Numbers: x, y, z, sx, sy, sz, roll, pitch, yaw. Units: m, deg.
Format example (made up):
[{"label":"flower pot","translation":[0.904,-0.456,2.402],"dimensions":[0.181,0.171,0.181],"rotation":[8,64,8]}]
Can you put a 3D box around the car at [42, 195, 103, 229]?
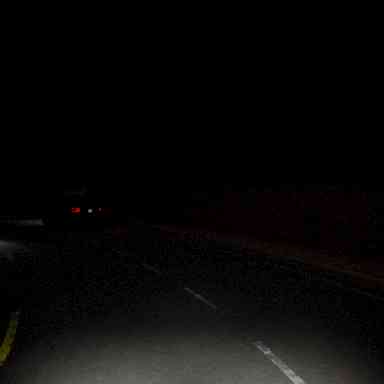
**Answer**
[{"label":"car","translation":[-7.936,1.217,21.868],"dimensions":[2.150,2.045,5.566],"rotation":[0,0,-43]}]
